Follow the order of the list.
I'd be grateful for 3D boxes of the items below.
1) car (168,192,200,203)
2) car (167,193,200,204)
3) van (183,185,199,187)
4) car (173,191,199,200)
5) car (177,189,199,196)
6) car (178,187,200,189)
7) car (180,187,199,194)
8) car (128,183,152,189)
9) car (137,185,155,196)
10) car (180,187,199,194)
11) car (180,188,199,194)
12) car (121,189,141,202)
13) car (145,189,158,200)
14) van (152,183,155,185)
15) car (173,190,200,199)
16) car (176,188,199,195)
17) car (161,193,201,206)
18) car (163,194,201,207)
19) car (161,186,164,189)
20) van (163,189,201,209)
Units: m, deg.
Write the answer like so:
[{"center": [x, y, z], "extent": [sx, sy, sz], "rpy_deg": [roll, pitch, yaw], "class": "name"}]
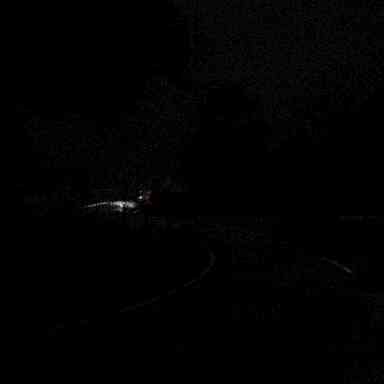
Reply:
[{"center": [-1.204, 0.830, 51.970], "extent": [4.892, 1.521, 2.231], "rpy_deg": [1, 2, 1], "class": "car"}, {"center": [-1.213, 0.952, 49.198], "extent": [4.792, 1.488, 2.163], "rpy_deg": [1, 2, 1], "class": "car"}, {"center": [-0.821, 0.052, 68.604], "extent": [4.442, 1.987, 1.878], "rpy_deg": [1, 2, 1], "class": "van"}, {"center": [-1.074, 0.591, 60.292], "extent": [4.674, 1.452, 2.002], "rpy_deg": [1, 2, 1], "class": "car"}, {"center": [-0.888, 0.121, 74.161], "extent": [4.792, 1.488, 2.163], "rpy_deg": [1, 2, 1], "class": "car"}, {"center": [-1.079, 0.518, 57.513], "extent": [4.553, 1.767, 2.185], "rpy_deg": [1, 2, 1], "class": "car"}, {"center": [-0.640, -0.366, 88.028], "extent": [5.008, 1.535, 2.097], "rpy_deg": [1, 2, 1], "class": "car"}, {"center": [-13.797, -0.836, 84.567], "extent": [5.566, 2.045, 2.435], "rpy_deg": [1, 2, 1], "class": "car"}, {"center": [-9.291, -0.024, 67.486], "extent": [2.097, 1.767, 4.553], "rpy_deg": [1, 2, 1], "class": "car"}, {"center": [-0.598, -0.457, 90.802], "extent": [5.008, 1.535, 2.097], "rpy_deg": [1, 2, 1], "class": "car"}, {"center": [-0.681, -0.273, 85.254], "extent": [4.892, 1.521, 2.231], "rpy_deg": [1, 2, 1], "class": "car"}, {"center": [-9.623, 0.750, 51.537], "extent": [1.895, 1.301, 4.718], "rpy_deg": [1, 2, 1], "class": "car"}, {"center": [-6.128, 0.695, 55.786], "extent": [1.895, 1.301, 4.718], "rpy_deg": [1, 2, 1], "class": "car"}, {"center": [-13.524, -1.084, 92.970], "extent": [4.442, 1.987, 1.878], "rpy_deg": [1, 2, 1], "class": "van"}, {"center": [-1.033, 0.458, 63.064], "extent": [5.008, 1.535, 2.097], "rpy_deg": [1, 2, 1], "class": "car"}, {"center": [-0.958, -0.099, 79.710], "extent": [5.366, 1.575, 1.946], "rpy_deg": [1, 2, 1], "class": "car"}, {"center": [-1.469, 1.007, 46.427], "extent": [5.366, 1.575, 1.946], "rpy_deg": [1, 2, 1], "class": "car"}, {"center": [-1.297, 1.139, 43.650], "extent": [4.792, 1.488, 2.163], "rpy_deg": [1, 2, 1], "class": "car"}, {"center": [-5.858, -0.108, 79.801], "extent": [1.895, 1.301, 4.718], "rpy_deg": [1, 2, 1], "class": "car"}, {"center": [-1.480, 0.974, 40.872], "extent": [4.442, 1.987, 1.878], "rpy_deg": [1, 2, 1], "class": "van"}]
